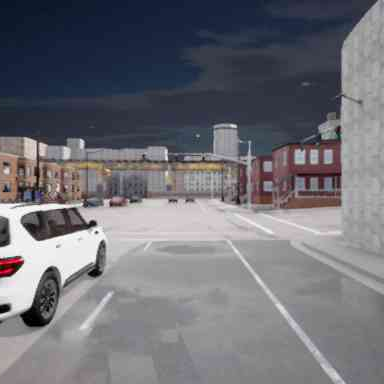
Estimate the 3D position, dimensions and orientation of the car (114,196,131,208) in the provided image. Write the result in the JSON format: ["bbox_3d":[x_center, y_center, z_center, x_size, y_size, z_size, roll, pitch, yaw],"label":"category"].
[{"bbox_3d":[-10.868,1.480,49.090,1.882,1.535,5.008,0,0,0],"label":"car"}]

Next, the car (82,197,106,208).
[{"bbox_3d":[-14.365,1.550,49.041,2.033,1.411,5.357,0,0,0],"label":"car"}]

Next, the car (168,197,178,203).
[{"bbox_3d":[-3.914,1.593,68.457,1.895,1.301,4.718,0,0,0],"label":"car"}]

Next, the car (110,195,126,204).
[{"bbox_3d":[-14.398,1.479,64.975,1.882,1.535,5.008,0,1,0],"label":"car"}]

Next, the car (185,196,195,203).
[{"bbox_3d":[-0.414,1.518,68.452,1.812,1.442,4.674,0,0,0],"label":"car"}]

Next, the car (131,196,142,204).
[{"bbox_3d":[-10.902,1.550,64.797,2.033,1.411,5.357,0,0,0],"label":"car"}]

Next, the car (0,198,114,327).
[{"bbox_3d":[-3.468,1.222,7.167,2.150,2.045,5.566,0,0,0],"label":"car"}]
